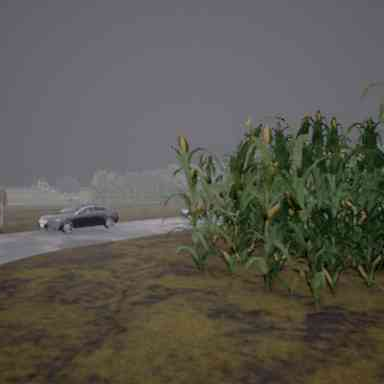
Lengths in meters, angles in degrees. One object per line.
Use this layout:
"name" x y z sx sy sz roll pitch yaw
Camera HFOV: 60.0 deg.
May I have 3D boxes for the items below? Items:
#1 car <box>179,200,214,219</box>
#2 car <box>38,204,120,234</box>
"car" 0.786 1.504 29.672 2.128 1.511 4.902 0 0 35
"car" -6.462 1.487 19.490 2.128 1.511 4.902 0 0 36
